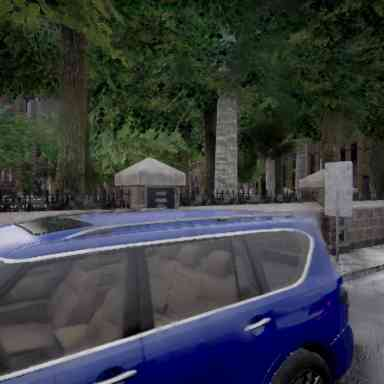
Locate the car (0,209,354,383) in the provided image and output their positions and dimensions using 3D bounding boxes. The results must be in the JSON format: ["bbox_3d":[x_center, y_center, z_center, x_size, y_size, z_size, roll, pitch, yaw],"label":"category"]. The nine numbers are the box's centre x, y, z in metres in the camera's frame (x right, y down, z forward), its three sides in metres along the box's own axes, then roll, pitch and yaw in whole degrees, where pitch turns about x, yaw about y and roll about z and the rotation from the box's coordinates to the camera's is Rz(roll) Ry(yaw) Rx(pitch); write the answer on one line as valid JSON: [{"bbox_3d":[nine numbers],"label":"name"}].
[{"bbox_3d":[-0.943,1.220,2.705,5.566,2.045,2.150,0,0,-35],"label":"car"}]
